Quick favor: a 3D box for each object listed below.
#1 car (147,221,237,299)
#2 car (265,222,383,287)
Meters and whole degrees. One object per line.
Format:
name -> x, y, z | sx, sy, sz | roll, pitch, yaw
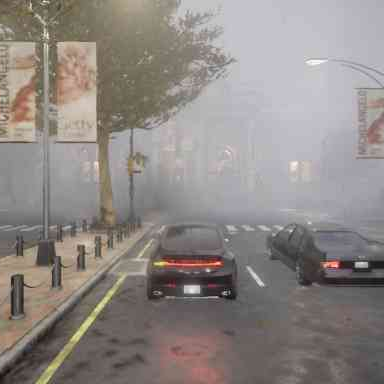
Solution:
car -> -0.002, 1.507, 8.413 | 1.837, 1.490, 4.892 | 0, 0, 0
car -> 3.496, 1.550, 9.377 | 2.033, 1.411, 5.357 | 0, 0, 0
